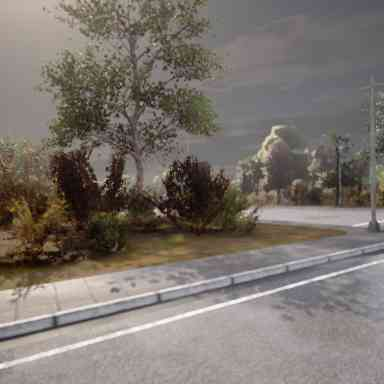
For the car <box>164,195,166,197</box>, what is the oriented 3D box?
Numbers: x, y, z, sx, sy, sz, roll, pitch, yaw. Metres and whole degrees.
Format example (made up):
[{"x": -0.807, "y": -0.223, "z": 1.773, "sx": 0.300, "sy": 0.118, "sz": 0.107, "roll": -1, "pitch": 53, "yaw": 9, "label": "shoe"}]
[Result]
[{"x": -4.558, "y": 1.457, "z": 52.863, "sx": 5.566, "sy": 2.045, "sz": 2.150, "roll": -1, "pitch": 0, "yaw": 41, "label": "car"}]
